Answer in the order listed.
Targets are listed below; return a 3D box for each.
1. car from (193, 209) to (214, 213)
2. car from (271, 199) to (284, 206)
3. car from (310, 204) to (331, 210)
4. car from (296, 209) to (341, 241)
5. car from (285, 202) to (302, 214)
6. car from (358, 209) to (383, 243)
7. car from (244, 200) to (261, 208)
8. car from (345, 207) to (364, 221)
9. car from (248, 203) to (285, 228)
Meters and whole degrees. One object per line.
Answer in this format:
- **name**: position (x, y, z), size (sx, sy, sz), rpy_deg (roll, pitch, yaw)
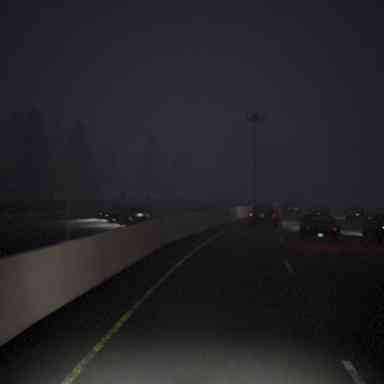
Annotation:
- **car**: position (1.385, 1.930, 34.292), size (1.994, 1.385, 4.181), rpy_deg (1, -1, 23)
- **car**: position (18.367, 2.213, 71.165), size (1.882, 1.535, 5.008), rpy_deg (1, -1, 25)
- **car**: position (13.645, 2.047, 35.481), size (1.882, 1.535, 5.008), rpy_deg (1, -1, 24)
- **car**: position (7.118, 1.903, 18.904), size (1.895, 1.301, 4.718), rpy_deg (1, -1, 16)
- **car**: position (12.258, 1.955, 40.874), size (2.097, 1.767, 4.553), rpy_deg (1, -1, 24)
- **car**: position (10.411, 1.866, 17.592), size (1.812, 1.442, 4.674), rpy_deg (1, -1, 16)
- **car**: position (11.942, 2.338, 65.599), size (2.128, 1.511, 4.902), rpy_deg (1, -1, 25)
- **car**: position (16.742, 2.166, 33.820), size (1.994, 1.385, 4.181), rpy_deg (1, -1, 24)
- **car**: position (5.623, 1.695, 25.282), size (2.097, 1.767, 4.553), rpy_deg (1, -1, 20)
